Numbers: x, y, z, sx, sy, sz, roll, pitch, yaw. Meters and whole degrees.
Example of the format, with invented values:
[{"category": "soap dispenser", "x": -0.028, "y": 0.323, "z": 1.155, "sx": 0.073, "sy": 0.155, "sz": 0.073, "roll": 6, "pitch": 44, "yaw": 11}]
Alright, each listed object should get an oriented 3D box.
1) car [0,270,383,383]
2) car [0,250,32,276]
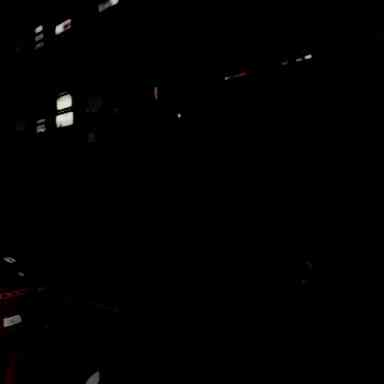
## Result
[{"category": "car", "x": 0.303, "y": 1.554, "z": 2.527, "sx": 4.507, "sy": 1.381, "sz": 1.887, "roll": -1, "pitch": -2, "yaw": 36}, {"category": "car", "x": -4.201, "y": 1.599, "z": 5.736, "sx": 4.507, "sy": 1.381, "sz": 1.887, "roll": -1, "pitch": -2, "yaw": 36}]
